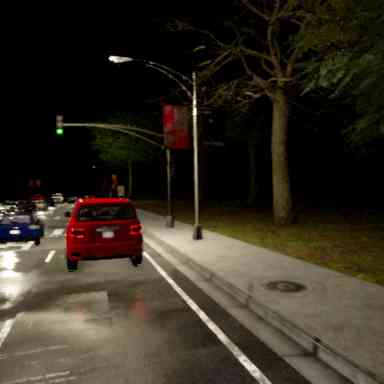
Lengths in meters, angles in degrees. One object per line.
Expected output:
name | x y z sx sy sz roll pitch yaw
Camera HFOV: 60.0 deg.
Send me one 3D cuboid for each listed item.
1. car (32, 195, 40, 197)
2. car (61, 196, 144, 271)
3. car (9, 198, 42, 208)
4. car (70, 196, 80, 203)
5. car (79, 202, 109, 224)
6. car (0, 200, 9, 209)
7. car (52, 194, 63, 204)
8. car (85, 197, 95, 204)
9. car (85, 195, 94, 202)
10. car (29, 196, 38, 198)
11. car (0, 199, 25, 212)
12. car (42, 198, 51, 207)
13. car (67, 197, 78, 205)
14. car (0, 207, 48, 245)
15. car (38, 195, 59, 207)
car | -29.680 1.513 63.554 2.150 2.045 5.566 -1 0 -17
car | -3.088 1.230 11.342 2.150 2.045 5.566 -1 0 -19
car | -17.523 1.689 35.154 1.837 1.490 4.892 -1 0 -17
car | -26.940 1.719 76.627 1.994 1.385 4.181 -1 0 -17
car | -7.968 1.585 26.973 2.033 1.411 5.357 -1 0 -17
car | -20.860 1.751 34.935 1.837 1.490 4.892 -1 0 -17
car | -27.570 1.399 67.700 2.150 2.045 5.566 -1 0 -17
car | -20.861 1.691 68.043 1.994 1.385 4.181 -1 0 -17
car | -23.846 1.584 77.616 1.882 1.535 5.008 -1 0 -17
car | -26.619 1.838 53.671 2.033 1.411 5.357 -1 0 -17
car | -23.652 1.758 43.935 2.128 1.511 4.902 -1 0 -17
car | -20.270 1.804 43.994 1.895 1.301 4.718 -1 0 -17
car | -23.848 1.794 66.707 1.895 1.301 4.718 -1 0 -17
car | -8.080 1.647 15.685 1.994 1.385 4.181 -1 0 -22
car | -23.390 1.732 54.198 1.837 1.490 4.892 -1 0 -17
